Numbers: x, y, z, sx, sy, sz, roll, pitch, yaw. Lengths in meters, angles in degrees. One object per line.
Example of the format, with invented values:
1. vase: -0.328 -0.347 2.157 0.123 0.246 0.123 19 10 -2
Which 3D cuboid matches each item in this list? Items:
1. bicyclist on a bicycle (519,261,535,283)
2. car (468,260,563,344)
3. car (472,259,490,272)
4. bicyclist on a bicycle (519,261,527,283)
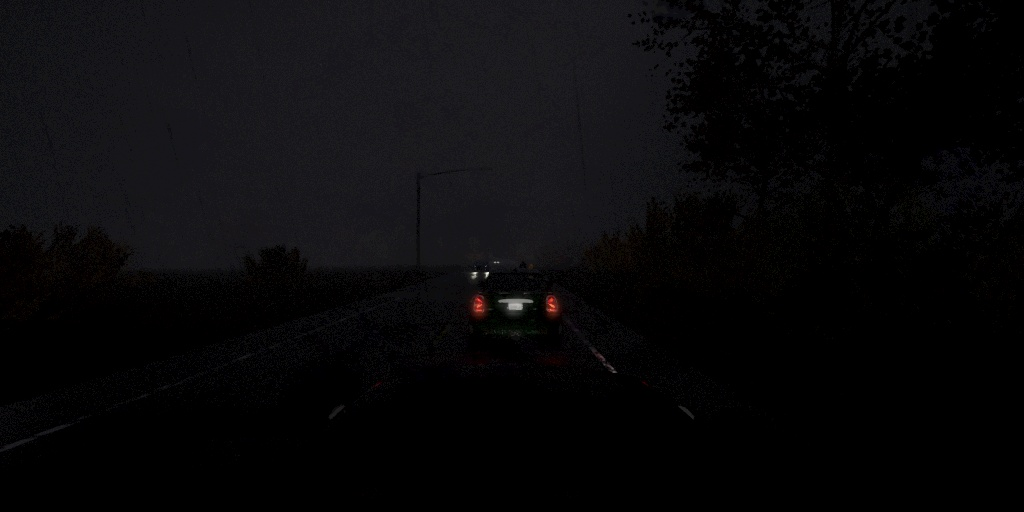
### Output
1. bicyclist on a bicycle: 0.905 1.180 17.119 0.866 1.612 1.509 0 0 0
2. car: 0.073 1.099 9.775 2.097 1.767 4.553 0 0 0
3. car: -3.895 1.214 46.053 1.882 1.535 5.008 0 0 -1
4. bicyclist on a bicycle: 0.843 1.193 27.235 0.582 1.620 1.656 0 0 0
